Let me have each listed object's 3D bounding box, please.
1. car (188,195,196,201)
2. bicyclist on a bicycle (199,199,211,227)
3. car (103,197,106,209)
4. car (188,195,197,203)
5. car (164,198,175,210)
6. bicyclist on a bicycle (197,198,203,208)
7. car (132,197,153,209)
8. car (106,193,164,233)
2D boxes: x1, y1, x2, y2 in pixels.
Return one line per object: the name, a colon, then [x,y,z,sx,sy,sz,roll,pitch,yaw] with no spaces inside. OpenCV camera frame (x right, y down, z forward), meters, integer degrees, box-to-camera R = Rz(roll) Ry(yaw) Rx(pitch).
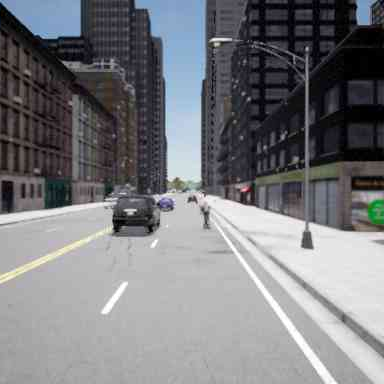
car: [0.028,1.381,83.079,2.033,1.411,5.357,0,0,0]
bicyclist on a bicycle: [0.901,1.414,20.495,0.582,1.620,1.656,0,0,0]
car: [-9.809,1.146,43.042,2.150,2.045,5.566,0,0,0]
car: [0.085,1.377,68.446,1.837,1.490,4.892,0,0,1]
car: [-3.137,1.452,40.801,1.812,1.442,4.674,0,0,0]
bicyclist on a bicycle: [0.917,1.378,31.848,0.866,1.612,1.509,0,0,0]
car: [-6.555,1.468,44.491,2.033,1.411,5.357,0,0,0]
car: [-3.143,1.185,19.619,2.150,2.045,5.566,0,0,0]
